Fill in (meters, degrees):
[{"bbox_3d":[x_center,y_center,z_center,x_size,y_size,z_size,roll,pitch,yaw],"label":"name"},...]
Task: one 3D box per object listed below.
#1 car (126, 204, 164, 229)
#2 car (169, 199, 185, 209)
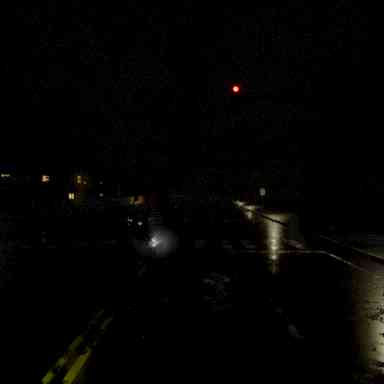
[{"bbox_3d":[-2.934,1.571,21.553,1.837,1.490,4.892,0,0,2],"label":"car"},{"bbox_3d":[-1.978,1.613,45.951,2.033,1.411,5.357,0,0,3],"label":"car"}]
